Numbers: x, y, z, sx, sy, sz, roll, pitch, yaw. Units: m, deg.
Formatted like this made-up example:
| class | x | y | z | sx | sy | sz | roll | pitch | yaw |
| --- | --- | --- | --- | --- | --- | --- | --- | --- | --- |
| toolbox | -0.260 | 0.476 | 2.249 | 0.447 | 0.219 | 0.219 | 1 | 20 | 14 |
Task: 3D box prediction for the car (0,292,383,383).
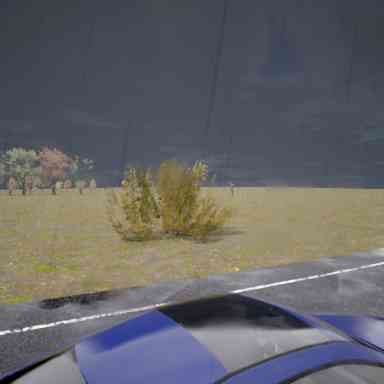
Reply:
| class | x | y | z | sx | sy | sz | roll | pitch | yaw |
| --- | --- | --- | --- | --- | --- | --- | --- | --- | --- |
| car | 0.494 | 1.526 | 2.324 | 4.674 | 1.442 | 1.812 | 0 | 0 | -29 |
